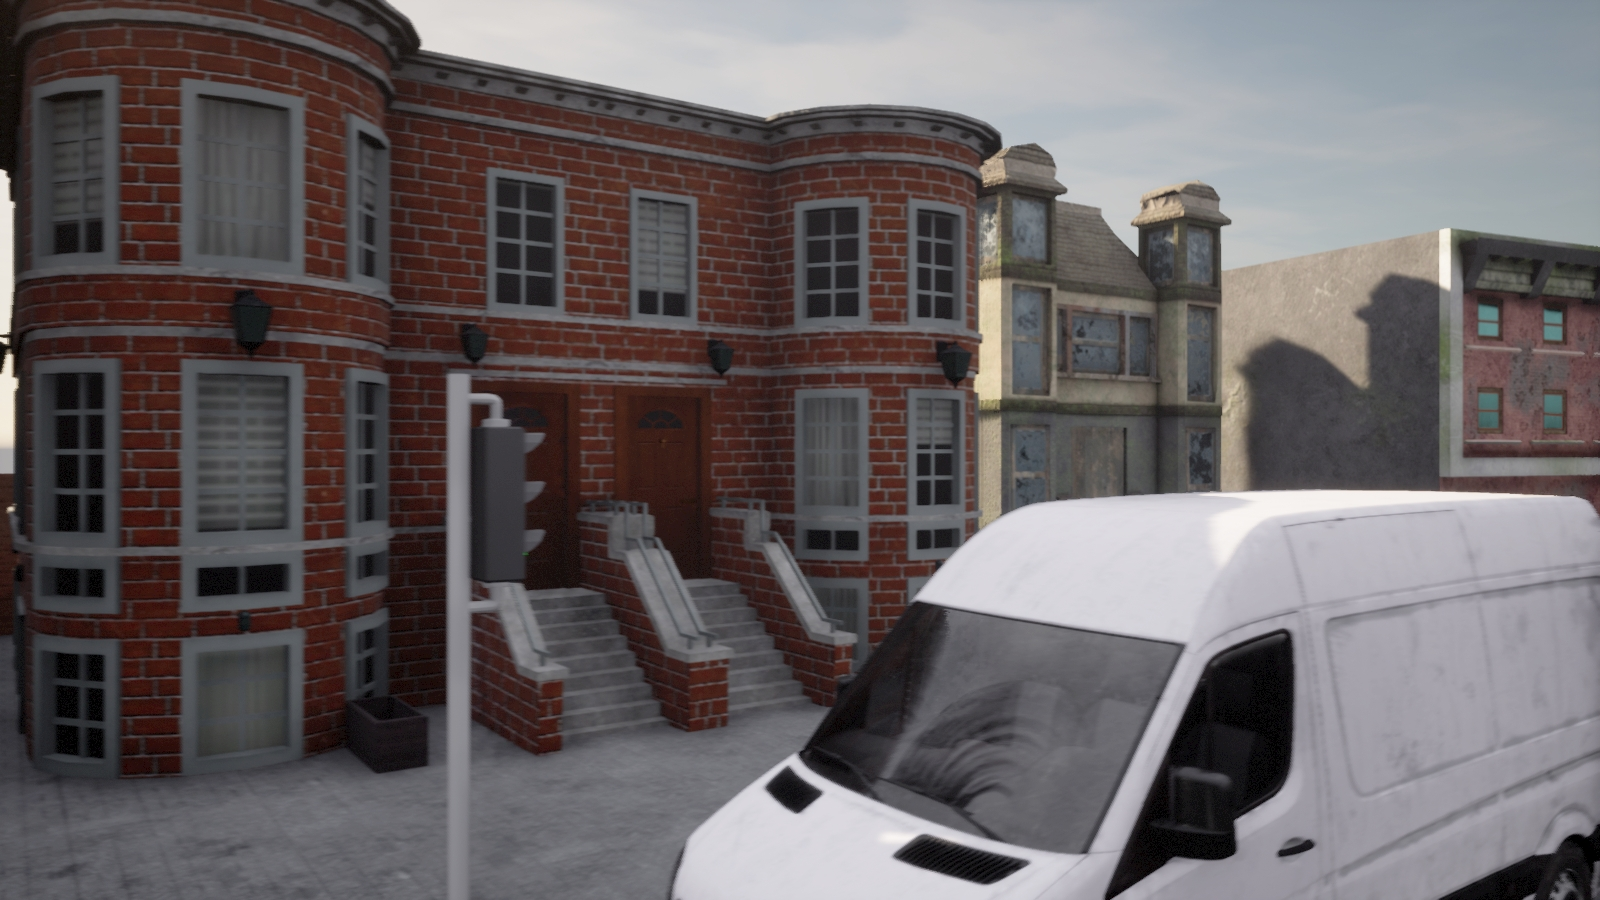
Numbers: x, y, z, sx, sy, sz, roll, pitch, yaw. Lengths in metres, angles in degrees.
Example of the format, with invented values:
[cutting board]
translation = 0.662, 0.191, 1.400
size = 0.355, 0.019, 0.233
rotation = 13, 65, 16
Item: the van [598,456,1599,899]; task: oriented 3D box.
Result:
[van]
translation = 2.109, 1.316, 5.884
size = 5.915, 2.561, 1.988
rotation = 0, 0, -35
